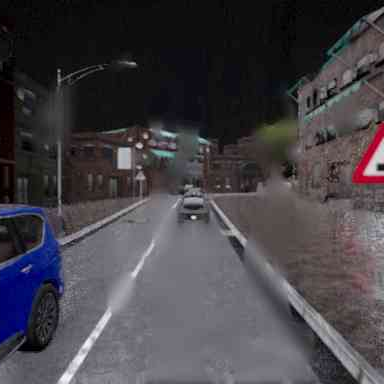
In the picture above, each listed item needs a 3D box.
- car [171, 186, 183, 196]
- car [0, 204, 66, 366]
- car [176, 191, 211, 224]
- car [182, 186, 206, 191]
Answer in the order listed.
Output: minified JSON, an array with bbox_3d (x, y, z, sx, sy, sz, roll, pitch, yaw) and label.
[{"bbox_3d":[-1.061,-0.208,44.805,1.895,1.301,4.718,0,1,24],"label":"car"},{"bbox_3d":[-3.091,1.205,3.158,2.150,2.045,5.566,0,1,0],"label":"car"},{"bbox_3d":[0.088,0.980,20.092,1.837,1.490,4.892,0,3,0],"label":"car"},{"bbox_3d":[0.544,0.129,38.768,2.033,1.411,5.357,0,3,7],"label":"car"}]
